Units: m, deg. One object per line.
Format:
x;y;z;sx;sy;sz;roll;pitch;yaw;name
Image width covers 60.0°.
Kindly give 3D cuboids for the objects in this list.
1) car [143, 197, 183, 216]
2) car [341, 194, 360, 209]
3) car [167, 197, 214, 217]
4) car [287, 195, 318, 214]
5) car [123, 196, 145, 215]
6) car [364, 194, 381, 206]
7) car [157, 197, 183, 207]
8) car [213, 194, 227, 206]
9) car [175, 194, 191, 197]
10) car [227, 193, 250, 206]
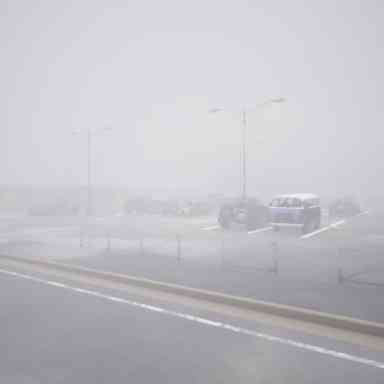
-2.483;1.457;31.677;1.784;1.438;3.905;0;0;34;car
25.149;1.225;52.326;1.905;1.878;3.866;0;0;34;car
-0.083;1.483;30.058;1.970;1.475;3.806;0;0;34;car
13.142;1.471;39.355;1.970;1.475;3.806;0;0;34;car
-4.736;1.252;33.135;1.932;1.855;4.605;0;0;34;car
27.518;1.217;50.664;1.932;1.855;4.605;0;0;34;car
-3.285;1.478;50.399;1.784;1.438;3.905;0;0;34;car
6.463;1.509;64.893;1.970;1.475;3.806;0;0;34;car
-0.920;1.262;48.727;1.932;1.855;4.605;0;0;34;car
8.857;1.264;63.265;1.905;1.878;3.866;0;0;34;car
